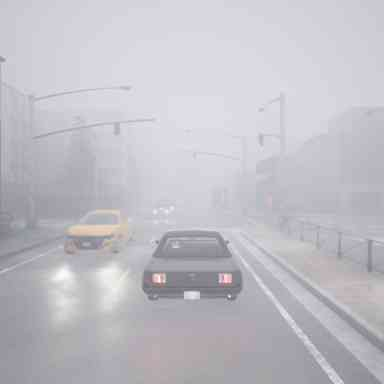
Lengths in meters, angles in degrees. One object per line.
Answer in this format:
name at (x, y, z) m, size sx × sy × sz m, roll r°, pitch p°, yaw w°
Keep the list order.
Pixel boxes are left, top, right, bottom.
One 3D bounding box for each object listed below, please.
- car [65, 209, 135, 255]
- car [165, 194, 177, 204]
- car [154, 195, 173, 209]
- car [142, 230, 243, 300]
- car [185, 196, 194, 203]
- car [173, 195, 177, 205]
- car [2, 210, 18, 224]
car at (-3.556, 1.477, 13.600) m, size 1.882 × 1.535 × 5.008 m, roll 0°, pitch 0°, yaw -1°
car at (-3.992, 1.351, 63.744) m, size 2.097 × 1.767 × 4.553 m, roll 0°, pitch 0°, yaw 0°
car at (-3.905, 1.504, 44.310) m, size 1.837 × 1.490 × 4.892 m, roll 0°, pitch 0°, yaw 0°
car at (0.009, 1.601, 8.302) m, size 1.895 × 1.301 × 4.718 m, roll 0°, pitch 0°, yaw 0°
car at (-0.461, 1.490, 66.584) m, size 2.128 × 1.511 × 4.902 m, roll 0°, pitch 0°, yaw 0°
car at (-3.962, 1.600, 53.575) m, size 1.895 × 1.301 × 4.718 m, roll 0°, pitch 0°, yaw 0°
car at (-15.418, 1.667, 24.442) m, size 4.902 × 1.511 × 2.128 m, roll 0°, pitch 0°, yaw -1°
